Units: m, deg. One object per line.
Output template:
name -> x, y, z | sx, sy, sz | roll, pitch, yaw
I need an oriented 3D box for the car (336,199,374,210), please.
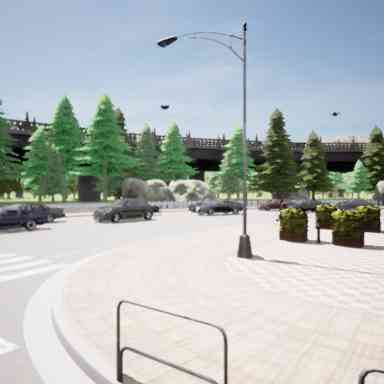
car -> 19.669, 1.506, 40.235 | 4.181, 1.385, 1.994 | 0, 0, 0

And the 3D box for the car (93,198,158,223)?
car -> -5.139, 1.290, 25.107 | 2.097, 1.767, 4.553 | 0, 0, 41

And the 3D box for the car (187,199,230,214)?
car -> 1.767, 1.502, 35.424 | 4.181, 1.385, 1.994 | 0, 0, -29

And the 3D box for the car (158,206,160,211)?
car -> -5.323, 1.538, 30.135 | 4.718, 1.301, 1.895 | 0, 0, -44

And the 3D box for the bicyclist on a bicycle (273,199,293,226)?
bicyclist on a bicycle -> 5.471, 1.243, 19.651 | 0.582, 1.620, 1.656 | 0, 0, -44

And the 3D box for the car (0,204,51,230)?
car -> -10.597, 1.539, 18.246 | 1.895, 1.301, 4.718 | 0, 0, 36

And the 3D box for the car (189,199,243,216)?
car -> 2.609, 1.430, 31.998 | 4.902, 1.511, 2.128 | 0, 0, -30

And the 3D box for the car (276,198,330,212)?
car -> 12.385, 1.488, 36.156 | 5.357, 1.411, 2.033 | 0, 0, -12

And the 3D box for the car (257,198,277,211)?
car -> 9.894, 1.465, 38.857 | 4.674, 1.442, 1.812 | 0, 0, -15

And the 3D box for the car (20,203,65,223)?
car -> -11.474, 1.484, 22.778 | 2.033, 1.411, 5.357 | 0, 0, 37
